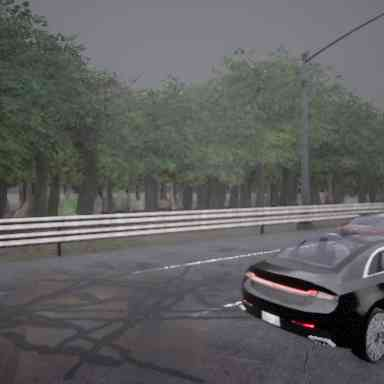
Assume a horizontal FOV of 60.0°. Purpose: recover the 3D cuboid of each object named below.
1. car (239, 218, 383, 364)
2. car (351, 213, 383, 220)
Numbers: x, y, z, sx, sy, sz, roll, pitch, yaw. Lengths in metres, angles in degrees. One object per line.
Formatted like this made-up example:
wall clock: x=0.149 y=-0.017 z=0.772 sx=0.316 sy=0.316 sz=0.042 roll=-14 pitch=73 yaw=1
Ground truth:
car: x=3.037 y=1.468 z=5.835 sx=4.902 sy=1.511 sz=2.128 roll=0 pitch=0 yaw=-35
car: x=7.512 y=1.512 z=13.121 sx=4.181 sy=1.385 sz=1.994 roll=0 pitch=0 yaw=-34
